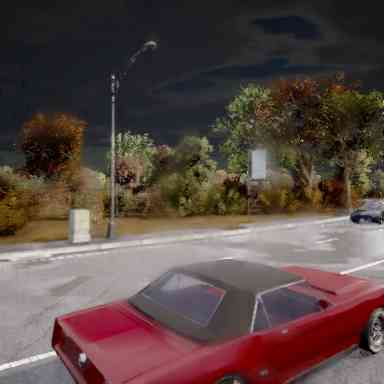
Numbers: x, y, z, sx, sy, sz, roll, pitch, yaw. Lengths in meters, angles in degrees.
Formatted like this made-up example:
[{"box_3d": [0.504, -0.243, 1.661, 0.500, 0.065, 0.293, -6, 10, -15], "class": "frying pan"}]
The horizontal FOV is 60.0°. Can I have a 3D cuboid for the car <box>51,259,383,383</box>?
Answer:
[{"box_3d": [0.827, 1.606, 4.429, 4.718, 1.301, 1.895, 0, 0, -37], "class": "car"}]

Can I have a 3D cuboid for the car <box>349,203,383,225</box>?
[{"box_3d": [13.525, 1.559, 24.688, 2.033, 1.411, 5.357, 0, 0, 45], "class": "car"}]
